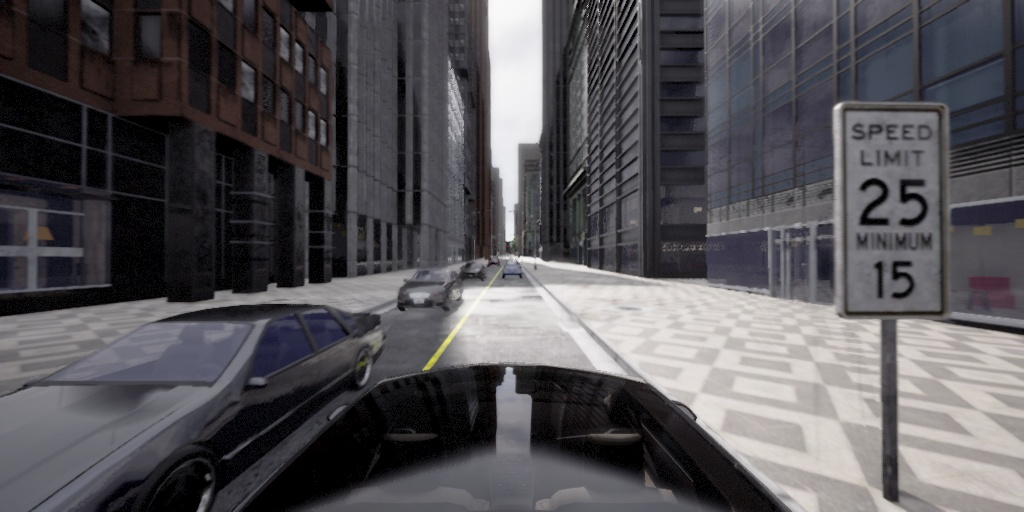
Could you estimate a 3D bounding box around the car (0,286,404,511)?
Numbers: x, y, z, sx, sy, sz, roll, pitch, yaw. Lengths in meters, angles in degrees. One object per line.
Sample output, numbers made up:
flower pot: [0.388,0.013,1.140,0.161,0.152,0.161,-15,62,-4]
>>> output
car: [-3.100,1.301,4.059,2.033,1.411,5.357,0,0,0]

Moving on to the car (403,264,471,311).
car: [-3.113,1.244,14.449,2.128,1.511,4.902,0,0,0]

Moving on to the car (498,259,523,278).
car: [0.050,1.268,33.203,2.033,1.411,5.357,0,0,1]

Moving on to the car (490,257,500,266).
car: [-3.137,0.964,63.772,2.097,1.767,4.553,0,0,0]

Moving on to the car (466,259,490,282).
car: [-3.059,1.241,29.229,1.837,1.490,4.892,0,0,0]
